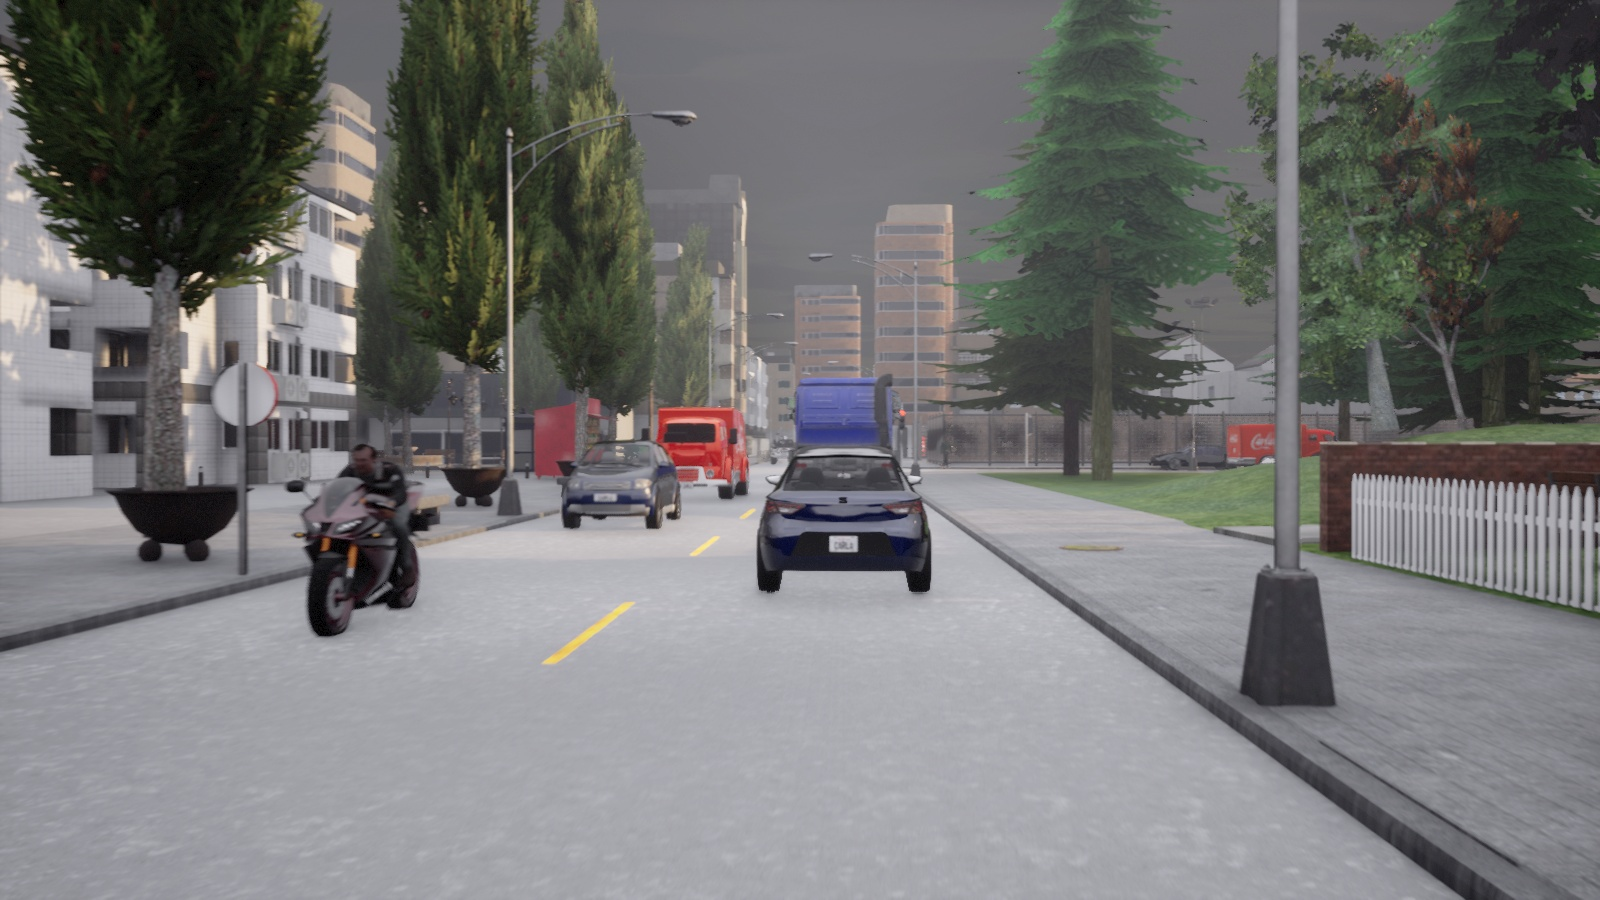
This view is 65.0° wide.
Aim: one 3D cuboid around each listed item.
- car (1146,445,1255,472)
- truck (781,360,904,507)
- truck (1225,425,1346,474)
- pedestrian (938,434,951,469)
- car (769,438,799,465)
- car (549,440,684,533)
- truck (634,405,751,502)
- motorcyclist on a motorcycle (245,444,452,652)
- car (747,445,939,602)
[{"bbox_3d":[21.888,0.455,68.786,5.357,1.411,2.033,0,0,1],"label":"car"},{"bbox_3d":[1.142,-0.413,33.589,2.891,3.462,7.936,0,0,2],"label":"truck"},{"bbox_3d":[24.931,-0.053,64.627,5.204,2.467,2.627,0,0,2],"label":"truck"},{"bbox_3d":[8.276,0.083,71.867,0.423,1.949,0.788,0,0,-19],"label":"pedestrian"},{"bbox_3d":[-1.104,0.090,88.182,1.932,1.855,4.605,0,0,1],"label":"car"},{"bbox_3d":[-3.230,0.599,22.801,1.789,1.549,3.705,0,0,2],"label":"car"},{"bbox_3d":[-2.834,0.072,34.506,2.627,2.467,5.204,0,0,2],"label":"truck"},{"bbox_3d":[-3.648,0.721,10.393,0.866,1.530,2.191,0,0,2],"label":"motorcyclist on a motorcycle"},{"bbox_3d":[0.475,0.686,13.976,1.816,1.474,4.193,0,0,2],"label":"car"}]
